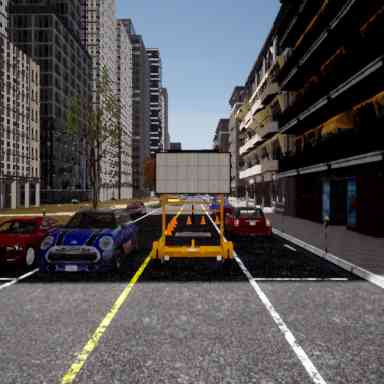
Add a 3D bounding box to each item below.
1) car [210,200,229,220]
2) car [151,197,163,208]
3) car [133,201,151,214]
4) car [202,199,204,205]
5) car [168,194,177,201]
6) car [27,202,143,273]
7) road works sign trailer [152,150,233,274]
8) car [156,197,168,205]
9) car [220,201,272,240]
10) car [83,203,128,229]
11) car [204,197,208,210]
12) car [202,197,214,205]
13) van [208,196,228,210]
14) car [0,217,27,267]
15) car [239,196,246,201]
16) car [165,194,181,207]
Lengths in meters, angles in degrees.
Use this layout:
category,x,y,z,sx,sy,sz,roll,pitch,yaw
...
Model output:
category,x,y,z,sx,sy,sz,roll,pitch,yaw
car,2.769,1.593,27.982,1.802,1.307,4.206,0,0,0
car,-5.546,1.555,49.967,1.752,1.417,4.829,0,0,0
car,-5.595,1.597,33.540,1.802,1.307,4.206,0,0,0
car,2.835,1.581,50.112,2.008,1.369,4.403,0,0,0
car,-5.419,1.415,93.591,2.192,1.841,5.009,0,0,0
car,-3.070,1.354,10.742,2.097,1.767,4.553,0,0,0
road works sign trailer,0.028,0.466,10.594,2.380,3.560,2.880,0,0,0
car,-5.513,1.588,61.203,1.887,1.381,4.507,0,0,0
car,2.737,1.444,16.916,1.967,1.590,4.097,0,0,0
car,-5.627,1.532,22.304,1.752,1.417,4.829,0,0,0
car,2.802,1.460,39.047,1.967,1.590,4.097,0,0,0
car,2.867,1.594,61.178,2.008,1.369,4.403,0,0,0
van,2.786,1.357,33.514,1.690,1.788,3.998,0,0,0
car,-5.660,1.547,11.409,1.887,1.381,4.507,0,0,0
car,13.661,1.414,80.552,4.403,1.369,2.008,-1,1,0
car,-2.845,1.511,53.289,1.882,1.535,5.008,0,0,0
